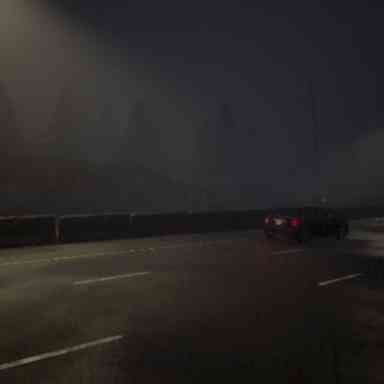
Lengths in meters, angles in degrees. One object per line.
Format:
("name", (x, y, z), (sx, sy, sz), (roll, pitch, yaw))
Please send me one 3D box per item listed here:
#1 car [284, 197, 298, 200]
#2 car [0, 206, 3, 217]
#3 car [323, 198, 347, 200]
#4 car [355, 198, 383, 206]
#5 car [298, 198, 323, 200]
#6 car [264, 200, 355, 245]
("car", (14.462, 1.582, 48.648), (4.892, 1.490, 1.837), (0, 0, -35))
("car", (-14.336, 1.216, 19.563), (5.566, 2.045, 2.150), (1, 0, -35))
("car", (19.675, 1.635, 43.771), (4.181, 1.385, 1.994), (0, 0, -35))
("car", (21.680, 1.576, 40.905), (4.892, 1.490, 1.837), (0, 0, -35))
("car", (17.615, 1.562, 46.601), (4.902, 1.511, 2.128), (0, 0, -35))
("car", (5.694, 1.445, 16.395), (4.553, 1.767, 2.097), (0, 0, -35))
